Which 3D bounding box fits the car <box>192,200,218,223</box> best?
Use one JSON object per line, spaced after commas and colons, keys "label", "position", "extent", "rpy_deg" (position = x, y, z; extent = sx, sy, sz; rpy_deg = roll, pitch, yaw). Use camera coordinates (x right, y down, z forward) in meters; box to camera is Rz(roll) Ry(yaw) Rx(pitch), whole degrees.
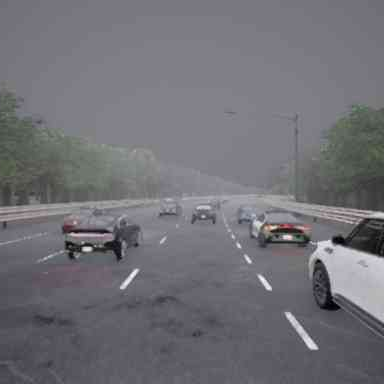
{"label": "car", "position": [1.025, 1.684, 27.173], "extent": [1.812, 1.442, 4.674], "rpy_deg": [0, 0, 4]}

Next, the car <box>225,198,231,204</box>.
{"label": "car", "position": [8.264, 2.118, 80.658], "extent": [1.895, 1.301, 4.718], "rpy_deg": [0, 0, 12]}

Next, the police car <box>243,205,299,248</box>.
{"label": "police car", "position": [3.815, 1.601, 15.392], "extent": [2.038, 1.542, 4.974], "rpy_deg": [0, 0, 2]}

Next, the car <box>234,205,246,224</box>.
{"label": "car", "position": [4.387, 1.706, 26.051], "extent": [2.033, 1.411, 5.357], "rpy_deg": [0, 0, 4]}

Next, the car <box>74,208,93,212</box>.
{"label": "car", "position": [-6.319, 1.670, 20.425], "extent": [1.994, 1.385, 4.181], "rpy_deg": [0, 0, 3]}

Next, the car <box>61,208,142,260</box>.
{"label": "car", "position": [-3.151, 1.559, 12.660], "extent": [2.128, 1.511, 4.902], "rpy_deg": [0, 0, 2]}

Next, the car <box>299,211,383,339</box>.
{"label": "car", "position": [3.528, 1.256, 4.753], "extent": [2.150, 2.045, 5.566], "rpy_deg": [0, 0, 1]}

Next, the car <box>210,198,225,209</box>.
{"label": "car", "position": [3.487, 1.809, 51.387], "extent": [2.128, 1.511, 4.902], "rpy_deg": [0, 0, 8]}

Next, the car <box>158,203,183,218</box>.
{"label": "car", "position": [-2.025, 1.734, 32.568], "extent": [2.033, 1.411, 5.357], "rpy_deg": [0, 0, 5]}
